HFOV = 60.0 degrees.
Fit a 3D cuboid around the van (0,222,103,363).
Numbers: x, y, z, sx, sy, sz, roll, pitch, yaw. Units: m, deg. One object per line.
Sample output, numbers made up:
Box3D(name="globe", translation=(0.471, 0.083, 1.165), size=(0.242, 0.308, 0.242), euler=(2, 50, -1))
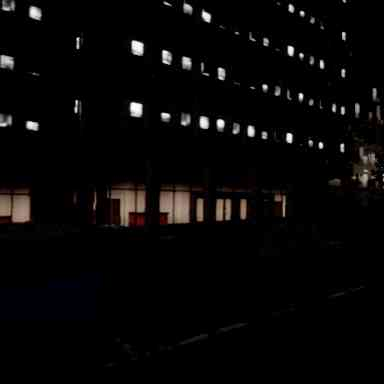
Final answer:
Box3D(name="van", translation=(-3.178, 1.339, 4.273), size=(3.998, 1.788, 1.690), euler=(0, 1, -35))
